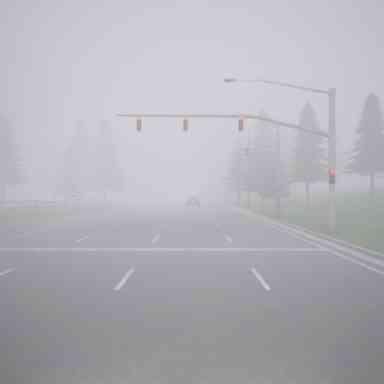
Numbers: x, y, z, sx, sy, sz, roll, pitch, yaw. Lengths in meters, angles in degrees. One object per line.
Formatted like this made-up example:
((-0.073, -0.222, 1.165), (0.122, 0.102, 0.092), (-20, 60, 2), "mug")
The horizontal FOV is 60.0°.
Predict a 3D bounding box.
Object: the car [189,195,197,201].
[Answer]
((0.195, 1.540, 88.146), (2.033, 1.411, 5.357), (0, 0, 0), "car")

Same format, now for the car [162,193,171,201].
((-6.805, 1.226, 88.192), (2.150, 2.045, 5.566), (0, 0, 0), "car")

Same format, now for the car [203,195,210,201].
((3.695, 1.500, 88.139), (1.837, 1.490, 4.892), (0, 0, 0), "car")

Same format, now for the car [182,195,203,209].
((0.101, 1.352, 46.670), (2.097, 1.767, 4.553), (0, 0, 0), "car")

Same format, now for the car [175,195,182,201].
((-3.305, 1.525, 88.154), (1.812, 1.442, 4.674), (0, 0, 0), "car")
